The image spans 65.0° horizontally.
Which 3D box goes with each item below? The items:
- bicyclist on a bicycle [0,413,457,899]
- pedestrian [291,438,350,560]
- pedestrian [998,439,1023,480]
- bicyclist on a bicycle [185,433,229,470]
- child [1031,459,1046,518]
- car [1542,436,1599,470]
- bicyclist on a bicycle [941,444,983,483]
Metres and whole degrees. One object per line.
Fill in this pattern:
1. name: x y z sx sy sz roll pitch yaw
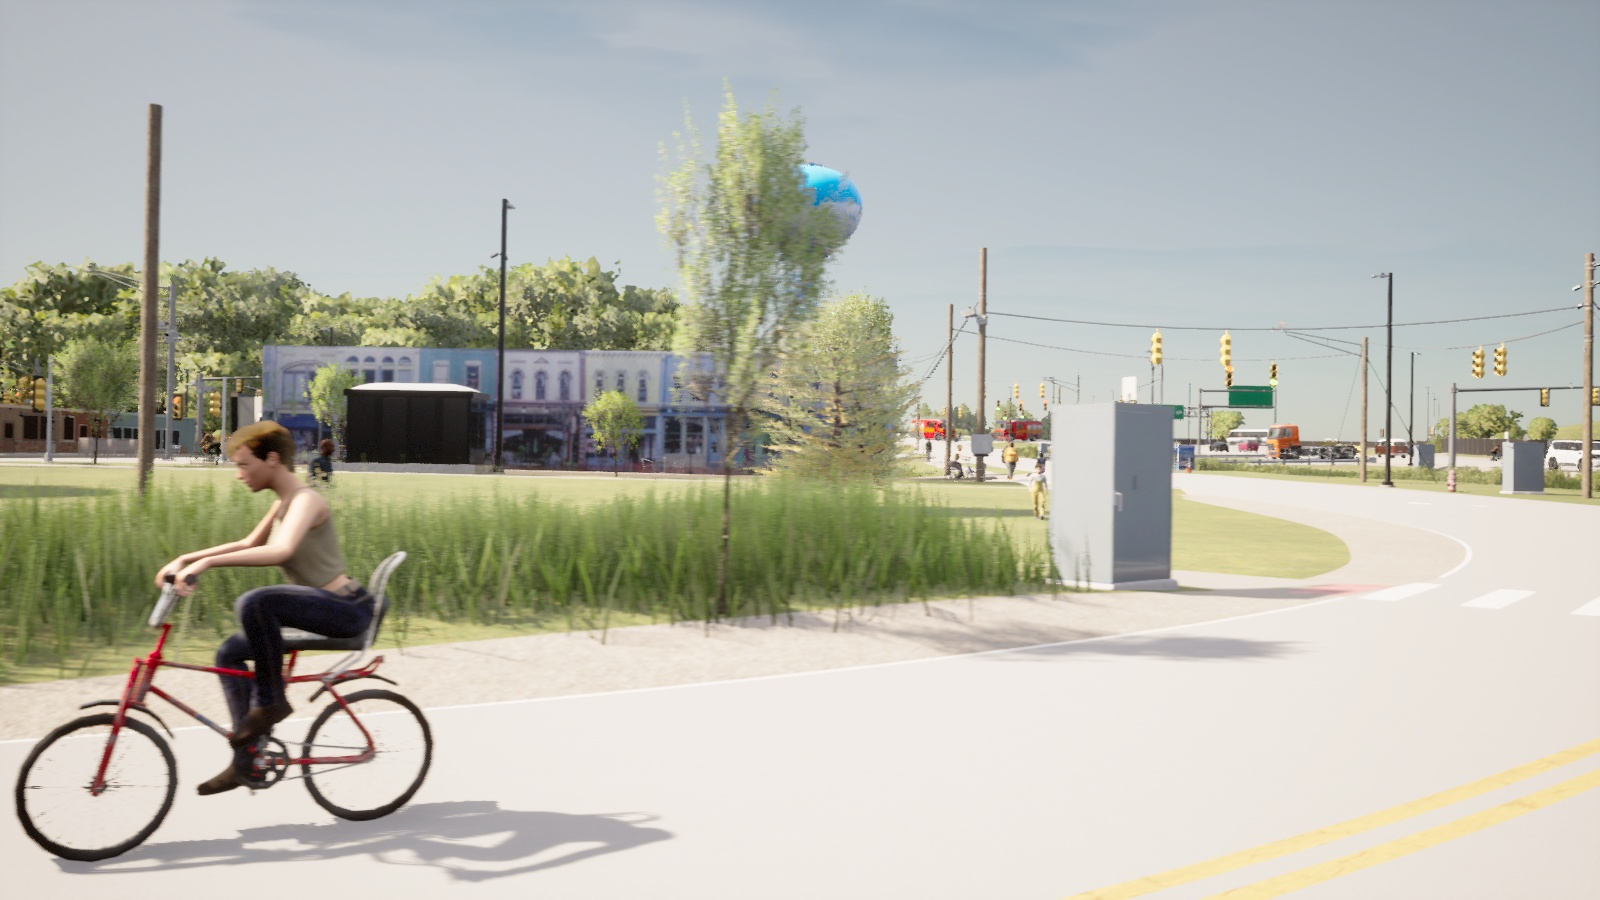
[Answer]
1. bicyclist on a bicycle: -2.194 0.699 4.789 1.509 1.612 0.866 0 -2 -32
2. pedestrian: -7.358 0.750 19.273 0.726 1.835 0.370 1 -1 3
3. pedestrian: 9.567 0.445 57.195 0.874 1.855 0.900 1 -1 -7
4. bicyclist on a bicycle: -26.496 0.064 56.112 1.656 1.620 0.582 1 -1 2
5. child: 5.162 0.826 27.184 0.270 1.263 0.437 1 -1 7
6. car: 50.071 0.178 80.273 2.150 2.045 5.566 1 1 2
7. bicyclist on a bicycle: 6.663 0.554 51.820 1.509 1.612 0.866 0 -1 -12
